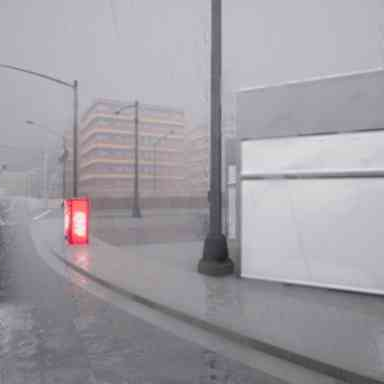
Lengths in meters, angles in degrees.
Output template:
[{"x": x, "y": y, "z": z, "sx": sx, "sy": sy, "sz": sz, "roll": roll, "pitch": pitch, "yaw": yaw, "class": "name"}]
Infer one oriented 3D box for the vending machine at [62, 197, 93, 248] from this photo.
[{"x": -4.907, "y": 1.260, "z": 14.245, "sx": 1.100, "sy": 2.100, "sz": 0.880, "roll": 0, "pitch": 0, "yaw": -29, "class": "vending machine"}]
